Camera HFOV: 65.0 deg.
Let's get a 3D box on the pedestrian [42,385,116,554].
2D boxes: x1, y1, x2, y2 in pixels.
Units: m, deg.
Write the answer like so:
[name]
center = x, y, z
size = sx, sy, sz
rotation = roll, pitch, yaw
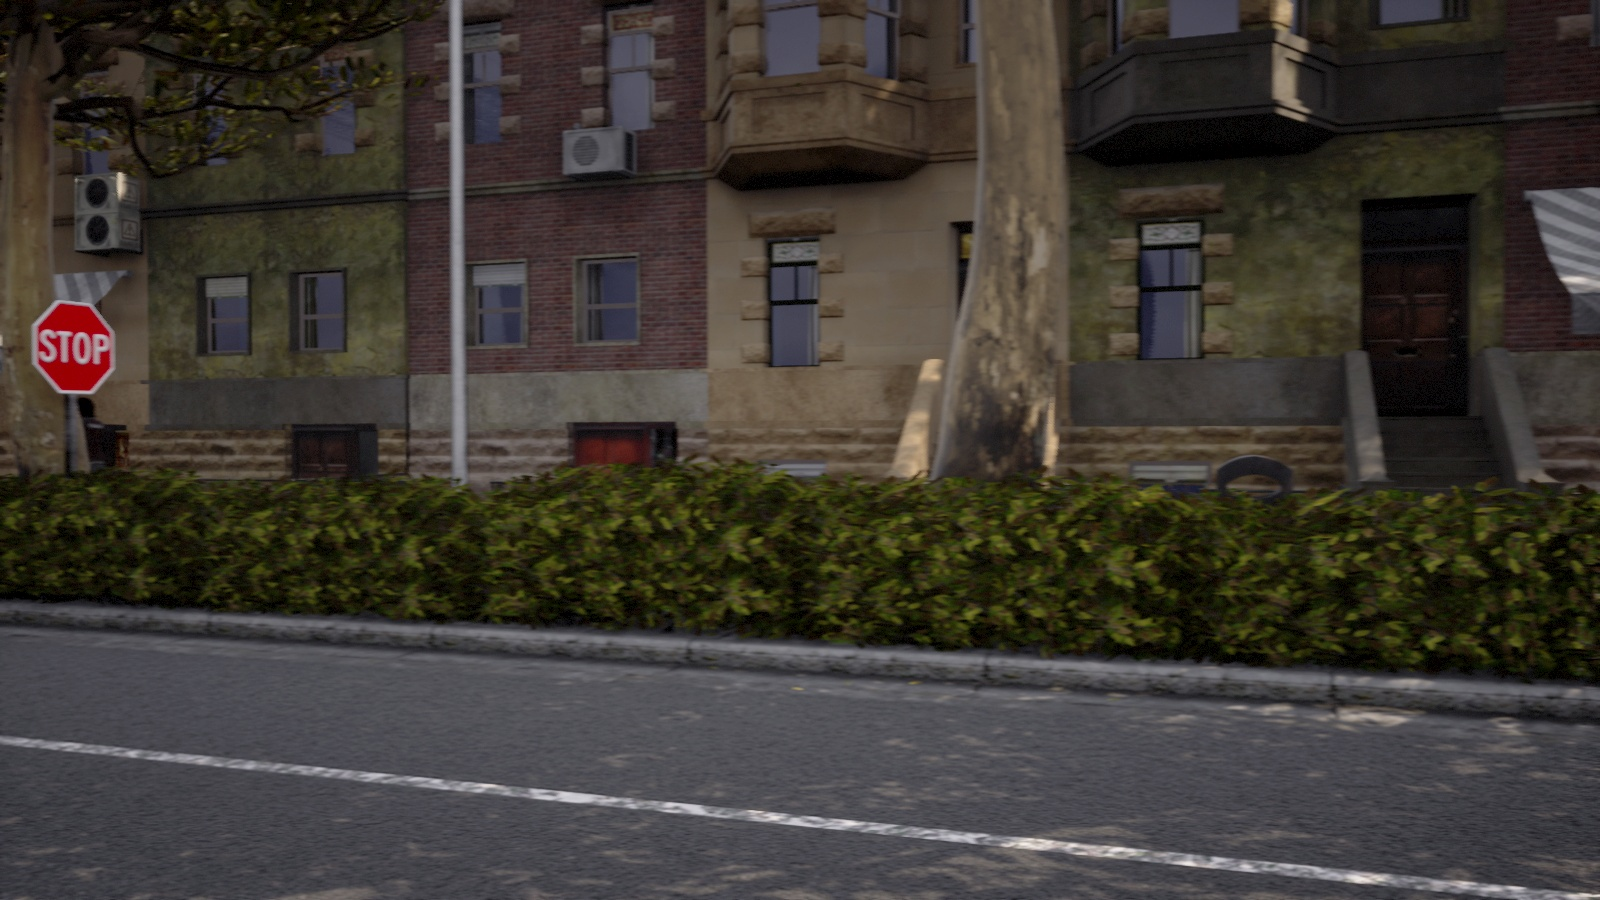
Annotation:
[pedestrian]
center = -8.424, 0.217, 14.678
size = 0.666, 1.930, 0.402
rotation = 1, 1, 20
